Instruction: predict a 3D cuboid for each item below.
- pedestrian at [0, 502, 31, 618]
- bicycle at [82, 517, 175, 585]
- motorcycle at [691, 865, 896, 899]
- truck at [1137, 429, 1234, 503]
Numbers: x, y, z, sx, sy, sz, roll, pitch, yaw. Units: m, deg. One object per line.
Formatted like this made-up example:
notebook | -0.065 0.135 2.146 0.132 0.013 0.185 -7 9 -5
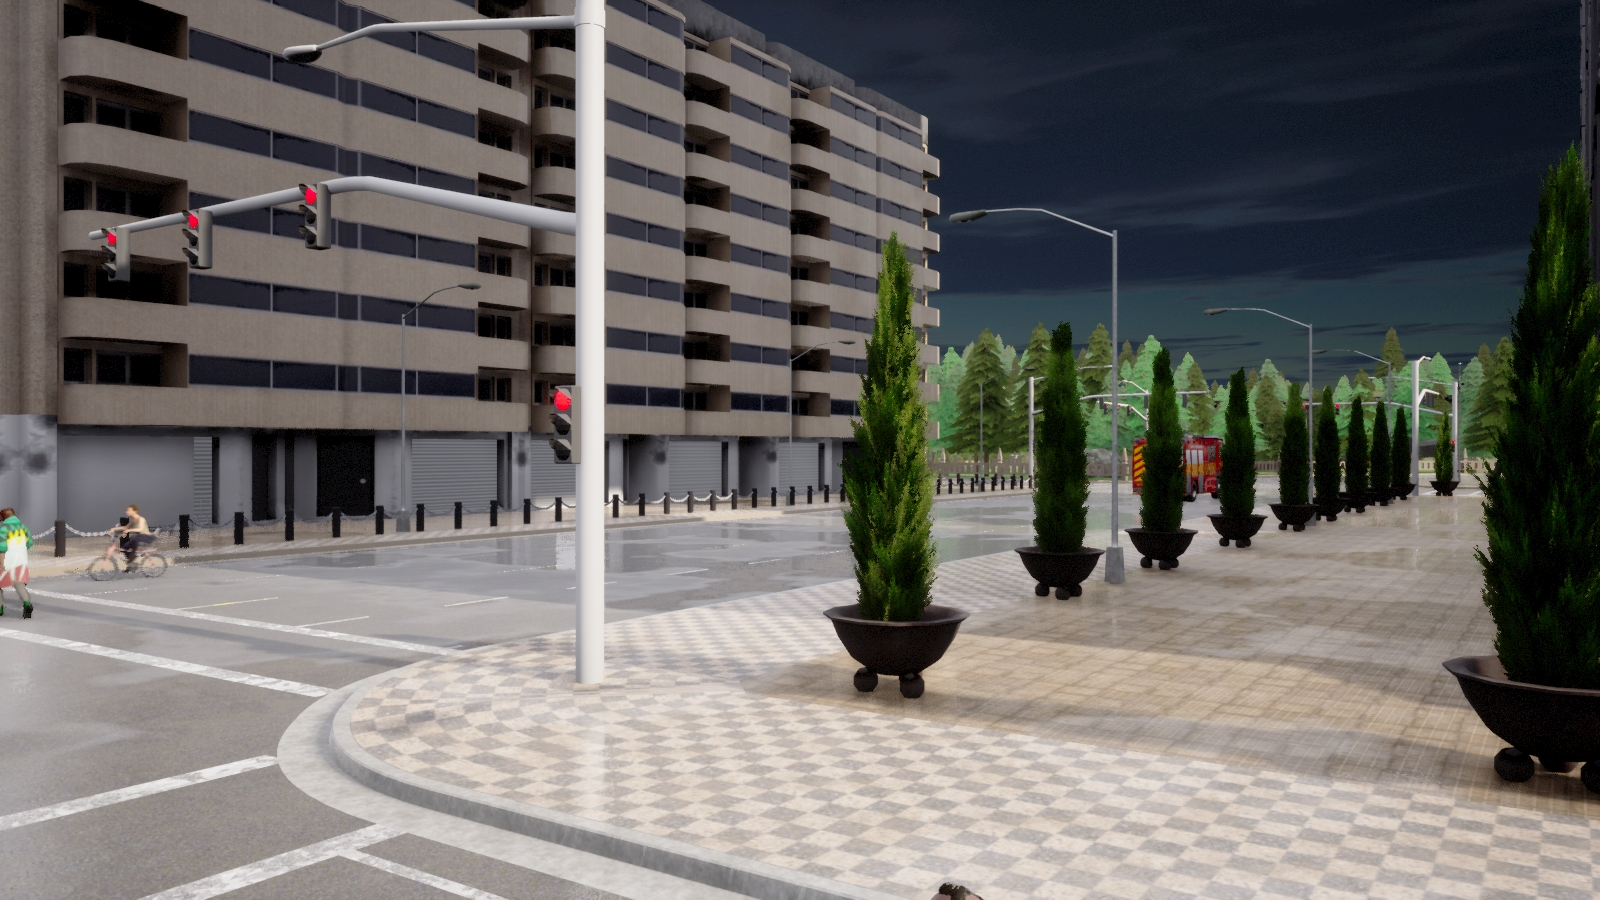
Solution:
pedestrian | -12.995 1.804 18.829 0.375 1.860 0.375 0 0 21
bicycle | -14.110 2.102 24.031 0.859 1.276 1.487 0 0 41
motorcycle | 0.516 2.205 3.364 2.209 1.251 0.867 0 0 34
truck | 21.438 0.835 63.219 2.891 3.827 8.468 0 0 34
